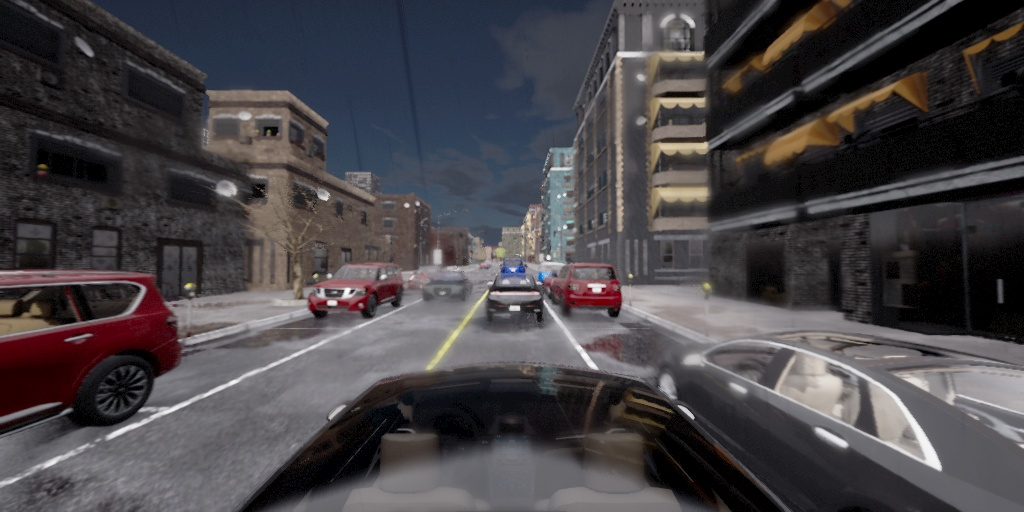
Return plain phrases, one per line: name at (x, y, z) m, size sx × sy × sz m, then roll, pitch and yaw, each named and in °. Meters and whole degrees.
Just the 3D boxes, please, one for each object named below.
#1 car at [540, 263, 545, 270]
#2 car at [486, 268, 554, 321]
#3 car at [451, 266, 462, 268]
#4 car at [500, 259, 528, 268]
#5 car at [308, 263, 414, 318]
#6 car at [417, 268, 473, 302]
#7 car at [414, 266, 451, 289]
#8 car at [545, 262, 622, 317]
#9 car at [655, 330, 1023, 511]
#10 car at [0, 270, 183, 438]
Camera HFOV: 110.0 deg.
car at (2.692, 1.374, 19.230) m, size 1.967 × 1.591 × 4.097 m, roll 0°, pitch 0°, yaw 0°
car at (0.094, 1.361, 13.042) m, size 2.128 × 1.511 × 4.902 m, roll 0°, pitch -1°, yaw 0°
car at (-5.688, 1.656, 35.459) m, size 2.007 × 1.370 × 4.403 m, roll 0°, pitch 0°, yaw 0°
car at (0.100, 1.282, 31.260) m, size 2.150 × 2.045 × 5.566 m, roll 0°, pitch -1°, yaw 0°
car at (-5.689, 1.192, 13.831) m, size 2.192 × 1.841 × 5.009 m, roll 0°, pitch 0°, yaw 0°
car at (-3.097, 1.485, 18.004) m, size 1.994 × 1.385 × 4.181 m, roll 0°, pitch -1°, yaw 0°
car at (-5.688, 1.431, 24.645) m, size 1.967 × 1.591 × 4.097 m, roll 0°, pitch 0°, yaw 0°
car at (2.692, 1.192, 13.823) m, size 2.192 × 1.841 × 5.009 m, roll 0°, pitch 0°, yaw 0°
car at (2.692, 1.314, 3.009) m, size 2.007 × 1.370 × 4.403 m, roll 0°, pitch 0°, yaw 0°
car at (-5.689, 1.079, 3.017) m, size 2.192 × 1.841 × 5.009 m, roll 0°, pitch 0°, yaw 0°
